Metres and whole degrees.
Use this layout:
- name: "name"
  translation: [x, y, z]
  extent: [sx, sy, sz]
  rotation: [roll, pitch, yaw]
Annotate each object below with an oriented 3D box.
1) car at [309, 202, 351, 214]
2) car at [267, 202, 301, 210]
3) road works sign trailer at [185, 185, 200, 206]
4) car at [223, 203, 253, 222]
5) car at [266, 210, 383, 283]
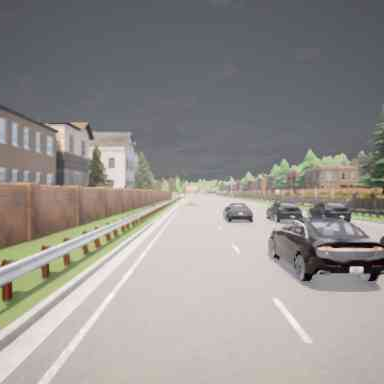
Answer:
- name: "car"
  translation: [10.604, 1.512, 25.943]
  extent: [1.837, 1.490, 4.892]
  rotation: [0, 0, 0]
- name: "car"
  translation: [7.104, 1.512, 25.948]
  extent: [1.837, 1.490, 4.892]
  rotation: [0, 0, 0]
- name: "road works sign trailer"
  translation: [0.007, 0.480, 55.444]
  extent: [2.380, 3.560, 2.880]
  rotation: [0, 0, 0]
- name: "car"
  translation: [3.604, 1.571, 26.528]
  extent: [1.994, 1.385, 4.181]
  rotation: [0, 0, 0]
- name: "car"
  translation: [3.602, 1.494, 9.706]
  extent: [2.128, 1.511, 4.902]
  rotation: [0, 0, 0]
